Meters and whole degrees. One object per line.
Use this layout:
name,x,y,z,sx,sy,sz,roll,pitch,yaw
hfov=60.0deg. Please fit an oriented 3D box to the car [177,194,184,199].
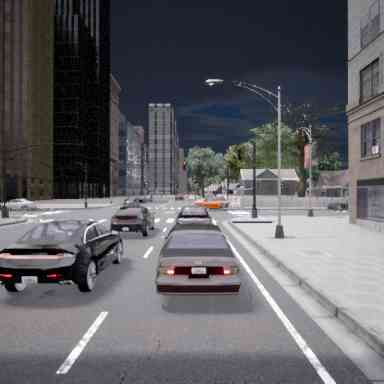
car,-3.202,1.296,93.992,1.882,1.535,5.008,0,0,0

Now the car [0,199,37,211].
car,-21.442,1.571,40.677,4.674,1.442,1.812,0,-1,-2

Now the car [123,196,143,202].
car,-9.799,1.478,53.833,2.128,1.511,4.902,0,0,1

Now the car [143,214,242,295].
car,0.095,1.544,8.819,2.033,1.411,5.357,0,0,-1

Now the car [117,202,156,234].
car,-3.141,1.501,18.150,1.837,1.490,4.892,0,0,0

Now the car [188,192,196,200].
car,0.048,1.044,94.020,2.150,2.045,5.566,0,0,0

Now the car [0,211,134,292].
car,-3.147,1.490,8.890,2.128,1.511,4.902,0,0,0

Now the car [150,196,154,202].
car,-9.713,1.506,73.264,1.812,1.442,4.674,0,0,0

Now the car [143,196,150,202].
car,-9.761,1.585,63.152,1.895,1.301,4.718,0,0,1

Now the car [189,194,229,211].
car,2.215,1.392,40.867,4.553,1.767,2.097,0,-1,1

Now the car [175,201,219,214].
car,0.107,1.488,17.872,2.128,1.511,4.902,0,0,0

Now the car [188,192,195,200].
car,0.043,1.498,83.985,1.812,1.442,4.674,0,0,0

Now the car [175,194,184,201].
car,-3.207,1.329,83.957,2.097,1.767,4.553,0,0,0

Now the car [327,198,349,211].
car,19.068,1.548,40.726,4.892,1.490,1.837,0,-1,0
